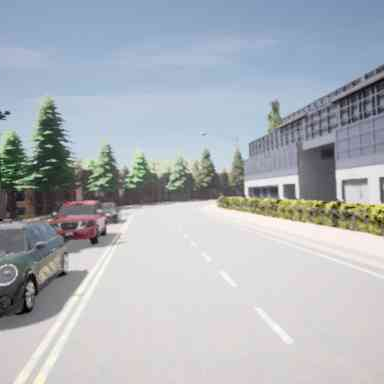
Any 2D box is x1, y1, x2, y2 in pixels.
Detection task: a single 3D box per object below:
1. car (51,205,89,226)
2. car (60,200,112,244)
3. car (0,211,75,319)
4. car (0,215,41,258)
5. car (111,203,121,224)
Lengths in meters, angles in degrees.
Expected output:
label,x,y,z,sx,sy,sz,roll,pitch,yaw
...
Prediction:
label,x,y,z,sx,sy,sz,roll,pitch,yaw
car,-11.006,2.047,30.332,2.128,1.511,4.902,-3,0,-7
car,-5.786,1.512,17.371,2.150,2.045,5.566,-3,0,-8
car,-4.449,1.578,7.873,2.097,1.767,4.553,-3,0,-8
car,-9.068,2.010,15.735,2.033,1.411,5.357,-3,0,-8
car,-7.197,1.709,28.013,2.097,1.767,4.553,-3,0,-7
